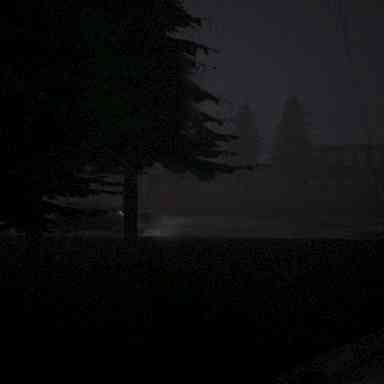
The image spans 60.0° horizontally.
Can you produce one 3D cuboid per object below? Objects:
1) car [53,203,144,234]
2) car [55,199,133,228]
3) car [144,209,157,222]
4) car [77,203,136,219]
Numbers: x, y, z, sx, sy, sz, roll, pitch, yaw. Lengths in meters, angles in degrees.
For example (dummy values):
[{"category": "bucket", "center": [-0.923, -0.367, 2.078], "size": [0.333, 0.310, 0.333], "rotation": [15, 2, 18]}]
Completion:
[{"category": "car", "center": [-5.345, 1.541, 18.658], "size": [4.674, 1.442, 1.812], "rotation": [0, 0, 3]}, {"category": "car", "center": [-6.443, 1.370, 22.209], "size": [4.553, 1.767, 2.097], "rotation": [0, 0, 3]}, {"category": "car", "center": [-5.051, 1.551, 25.652], "size": [4.674, 1.442, 1.812], "rotation": [0, 0, 3]}, {"category": "car", "center": [-7.433, 1.626, 29.269], "size": [4.718, 1.301, 1.895], "rotation": [0, 0, 3]}]
